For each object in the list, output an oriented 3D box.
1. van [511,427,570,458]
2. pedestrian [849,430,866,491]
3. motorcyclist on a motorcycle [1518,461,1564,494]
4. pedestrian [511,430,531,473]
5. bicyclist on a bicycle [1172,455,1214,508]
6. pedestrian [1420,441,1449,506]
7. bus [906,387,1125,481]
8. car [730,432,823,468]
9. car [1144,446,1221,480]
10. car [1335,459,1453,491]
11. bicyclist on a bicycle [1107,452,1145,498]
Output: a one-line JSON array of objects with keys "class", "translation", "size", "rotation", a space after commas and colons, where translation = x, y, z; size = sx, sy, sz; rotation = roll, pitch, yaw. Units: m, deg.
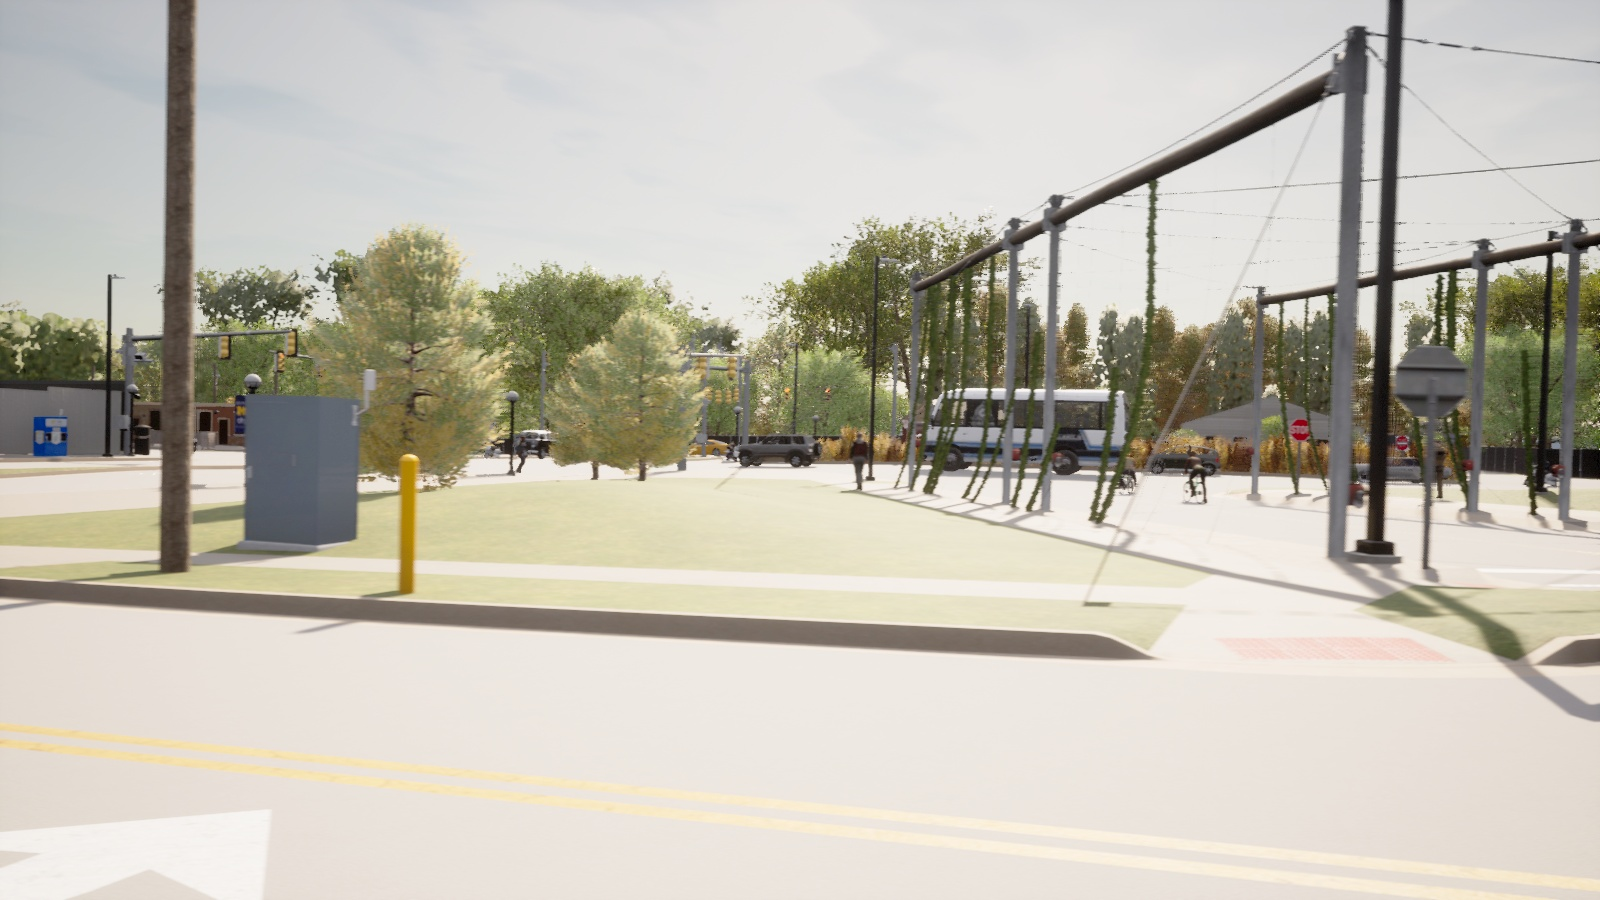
[{"class": "van", "translation": [-18.088, -0.509, 87.691], "size": [2.069, 2.038, 4.480], "rotation": [1, -1, 18]}, {"class": "pedestrian", "translation": [1.779, 0.320, 38.808], "size": [0.376, 1.854, 0.720], "rotation": [2, 2, -6]}, {"class": "motorcyclist on a motorcycle", "translation": [38.491, 1.424, 65.257], "size": [1.817, 1.590, 0.866], "rotation": [1, 2, 1]}, {"class": "pedestrian", "translation": [-13.132, 0.062, 59.147], "size": [0.788, 1.949, 0.423], "rotation": [3, 2, 22]}, {"class": "bicyclist on a bicycle", "translation": [12.324, 0.966, 39.426], "size": [0.582, 1.620, 1.656], "rotation": [2, 0, -6]}, {"class": "pedestrian", "translation": [19.479, 0.716, 38.572], "size": [0.396, 1.930, 0.692], "rotation": [2, 2, -5]}, {"class": "bus", "translation": [10.908, -0.888, 63.415], "size": [10.273, 4.253, 3.944], "rotation": [2, 2, 19]}, {"class": "car", "translation": [-1.239, -0.016, 67.551], "size": [4.605, 1.855, 1.932], "rotation": [1, 1, 19]}, {"class": "car", "translation": [19.592, 0.663, 64.328], "size": [3.705, 1.549, 1.789], "rotation": [2, 2, 18]}, {"class": "car", "translation": [28.523, 1.189, 60.411], "size": [4.718, 1.301, 1.895], "rotation": [2, 1, 8]}, {"class": "bicyclist on a bicycle", "translation": [11.850, 0.903, 45.735], "size": [0.866, 1.612, 1.509], "rotation": [2, 0, -4]}]
